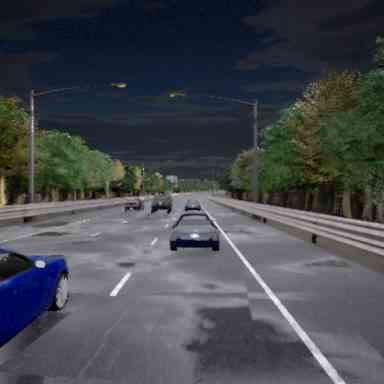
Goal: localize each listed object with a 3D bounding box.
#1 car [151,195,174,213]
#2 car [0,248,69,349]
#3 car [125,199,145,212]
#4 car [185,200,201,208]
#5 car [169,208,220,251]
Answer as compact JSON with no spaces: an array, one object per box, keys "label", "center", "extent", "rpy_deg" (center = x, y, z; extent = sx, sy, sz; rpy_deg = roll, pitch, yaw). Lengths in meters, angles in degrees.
[{"label":"car","center":[-3.400,1.351,38.575],"extent":[2.150,2.045,5.566],"rpy_deg":[0,0,0]},{"label":"car","center":[-3.399,1.493,4.745],"extent":[1.882,1.535,5.008],"rpy_deg":[0,0,0]},{"label":"car","center":[-6.899,1.639,40.265],"extent":[1.837,1.490,4.892],"rpy_deg":[0,0,0]},{"label":"car","center":[0.100,1.709,43.552],"extent":[1.994,1.385,4.181],"rpy_deg":[0,0,0]},{"label":"car","center":[0.103,1.613,14.430],"extent":[1.994,1.385,4.181],"rpy_deg":[0,0,0]}]
